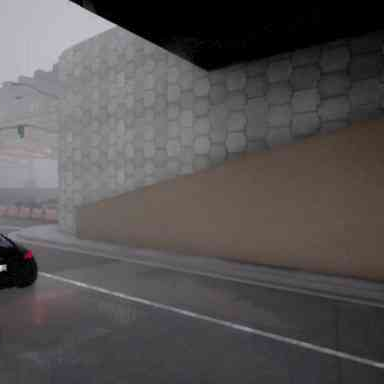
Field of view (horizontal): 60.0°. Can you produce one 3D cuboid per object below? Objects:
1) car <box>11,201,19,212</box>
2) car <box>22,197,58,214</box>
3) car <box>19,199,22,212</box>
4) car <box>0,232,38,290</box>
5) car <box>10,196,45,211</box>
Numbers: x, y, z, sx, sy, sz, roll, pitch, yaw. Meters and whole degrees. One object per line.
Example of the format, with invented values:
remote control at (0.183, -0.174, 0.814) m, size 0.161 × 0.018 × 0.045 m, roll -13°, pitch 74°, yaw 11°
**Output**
car at (-15.948, 1.244, 32.486) m, size 2.038 × 1.542 × 4.974 m, roll 0°, pitch 0°, yaw -10°
car at (-12.206, 1.117, 29.725) m, size 4.536 × 1.218 × 1.853 m, roll 0°, pitch 0°, yaw 0°
car at (-12.258, 1.274, 29.726) m, size 4.974 × 1.542 × 2.038 m, roll 0°, pitch 0°, yaw 0°
car at (-5.532, 1.505, 7.901) m, size 4.181 × 1.385 × 1.994 m, roll 0°, pitch 0°, yaw 36°
car at (-15.956, 1.086, 32.537) m, size 1.853 × 1.218 × 4.536 m, roll 0°, pitch 0°, yaw -10°
